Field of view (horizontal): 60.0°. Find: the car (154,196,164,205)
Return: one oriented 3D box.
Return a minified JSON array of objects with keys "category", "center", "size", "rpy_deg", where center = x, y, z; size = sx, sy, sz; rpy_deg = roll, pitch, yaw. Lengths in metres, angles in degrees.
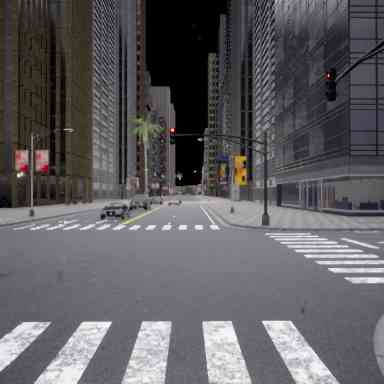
[{"category":"car","center":[-6.603,1.545,63.340],"size":[2.097,1.767,4.553],"rpy_deg":[0,0,0]}]

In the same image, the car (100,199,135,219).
[{"category":"car","center":[-6.643,1.627,29.219],"size":[1.994,1.385,4.181],"rpy_deg":[0,0,0]}]

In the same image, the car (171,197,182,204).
[{"category":"car","center":[-3.259,1.788,69.786],"size":[1.994,1.385,4.181],"rpy_deg":[0,0,0]}]

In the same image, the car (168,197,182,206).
[{"category":"car","center":[-3.244,1.781,59.890],"size":[1.895,1.301,4.718],"rpy_deg":[0,0,0]}]

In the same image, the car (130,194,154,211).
[{"category":"car","center":[-6.665,1.327,43.172],"size":[2.150,2.045,5.566],"rpy_deg":[0,0,0]}]
